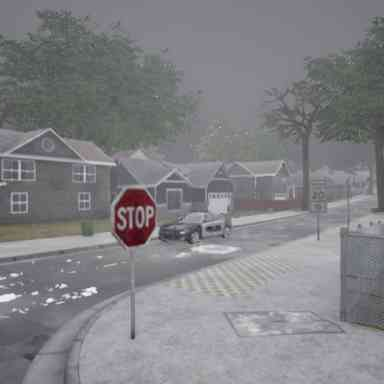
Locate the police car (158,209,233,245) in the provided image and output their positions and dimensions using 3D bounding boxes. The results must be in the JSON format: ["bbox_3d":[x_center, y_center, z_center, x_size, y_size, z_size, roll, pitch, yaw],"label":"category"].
[{"bbox_3d":[0.274,1.755,17.620,1.930,1.638,5.238,-1,-1,36],"label":"police car"}]
